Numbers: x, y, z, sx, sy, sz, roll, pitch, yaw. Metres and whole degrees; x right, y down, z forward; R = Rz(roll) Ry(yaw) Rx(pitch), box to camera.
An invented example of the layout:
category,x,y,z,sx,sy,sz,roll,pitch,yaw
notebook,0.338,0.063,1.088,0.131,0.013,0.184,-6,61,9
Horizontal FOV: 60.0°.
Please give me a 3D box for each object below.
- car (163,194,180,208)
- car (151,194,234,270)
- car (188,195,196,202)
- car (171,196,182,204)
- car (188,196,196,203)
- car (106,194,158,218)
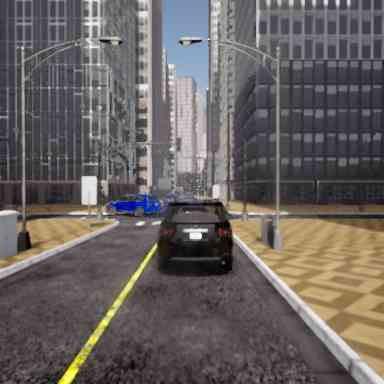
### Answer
category,x,y,z,sx,sy,sz,roll,pitch,yaw
car,-3.102,1.267,51.333,2.150,2.045,5.566,0,0,0
car,0.098,1.225,11.219,2.150,2.045,5.566,0,0,0
car,-0.032,1.619,84.361,2.128,1.511,4.902,0,0,0
car,-3.027,1.618,67.405,2.033,1.411,5.357,0,0,0
car,-0.028,1.611,74.344,1.812,1.442,4.674,0,0,0
car,-5.470,1.238,31.111,5.566,2.045,2.150,0,-1,31
